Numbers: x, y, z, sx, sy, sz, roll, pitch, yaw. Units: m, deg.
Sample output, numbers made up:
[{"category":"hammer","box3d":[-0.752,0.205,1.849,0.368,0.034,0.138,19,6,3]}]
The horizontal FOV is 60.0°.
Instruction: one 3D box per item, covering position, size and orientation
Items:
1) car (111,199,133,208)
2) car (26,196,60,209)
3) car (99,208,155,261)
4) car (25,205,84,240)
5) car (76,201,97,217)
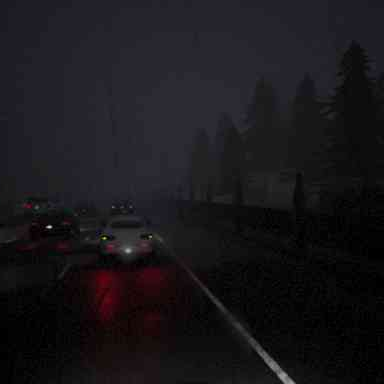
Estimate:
[{"category":"car","box3d":[-6.898,1.468,32.761,2.097,1.767,4.553,0,0,-12]},{"category":"car","box3d":[-13.584,1.365,30.573,2.150,2.045,5.566,0,0,-12]},{"category":"car","box3d":[-2.467,1.569,12.544,1.812,1.442,4.674,0,0,-12]},{"category":"car","box3d":[-7.160,1.643,17.663,1.994,1.385,4.181,0,0,-12]},{"category":"car","box3d":[-10.620,1.613,33.401,1.882,1.535,5.008,0,0,-12]}]
